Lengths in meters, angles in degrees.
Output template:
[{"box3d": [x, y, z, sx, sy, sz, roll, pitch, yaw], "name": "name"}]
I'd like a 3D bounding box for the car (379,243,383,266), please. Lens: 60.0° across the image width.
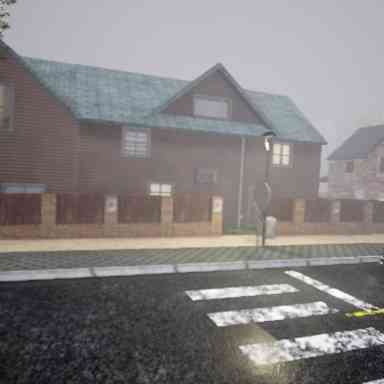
[{"box3d": [7.568, 1.589, 9.275, 4.902, 1.511, 2.128, 2, 2, -20], "name": "car"}]
